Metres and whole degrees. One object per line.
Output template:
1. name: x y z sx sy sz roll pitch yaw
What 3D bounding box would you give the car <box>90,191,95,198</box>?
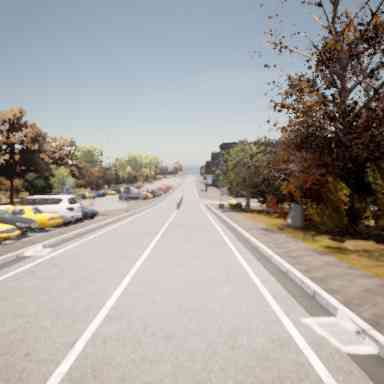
1. car: -23.499 0.708 68.486 5.366 1.575 1.946 0 1 0

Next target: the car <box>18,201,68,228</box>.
1. car: -10.337 1.486 19.210 5.366 1.575 1.946 0 0 0

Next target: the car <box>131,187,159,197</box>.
1. car: -10.261 0.463 68.489 5.566 2.045 2.435 0 1 0

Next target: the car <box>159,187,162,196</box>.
1. car: -10.153 0.361 79.637 4.553 1.767 2.185 0 2 0

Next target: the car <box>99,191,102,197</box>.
1. car: -23.260 0.652 73.936 4.792 1.488 2.163 0 1 0

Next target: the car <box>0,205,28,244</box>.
1. car: -9.986 1.472 13.656 5.366 1.575 1.946 0 0 0

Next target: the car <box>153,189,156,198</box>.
1. car: -10.240 0.745 65.698 5.008 1.535 2.097 0 1 0

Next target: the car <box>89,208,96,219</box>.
1. car: -10.137 1.502 24.761 5.008 1.535 2.097 0 0 0

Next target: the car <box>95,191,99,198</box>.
1. car: -23.486 0.668 71.281 5.366 1.575 1.946 0 1 0

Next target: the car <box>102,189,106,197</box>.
1. car: -23.272 0.559 76.726 5.008 1.535 2.097 0 1 0

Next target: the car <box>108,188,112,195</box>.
1. car: -23.246 0.404 82.432 4.892 1.521 2.231 0 2 0

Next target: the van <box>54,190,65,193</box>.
1. van: -23.235 0.568 57.321 4.442 1.987 1.878 1 0 0

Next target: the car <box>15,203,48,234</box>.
1. car: -10.168 1.483 16.433 4.892 1.521 2.231 0 0 0

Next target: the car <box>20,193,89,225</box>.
1. car: -10.170 1.244 21.986 5.566 2.045 2.435 0 0 0

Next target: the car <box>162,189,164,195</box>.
1. car: -10.143 0.435 82.428 4.792 1.488 2.163 0 2 0

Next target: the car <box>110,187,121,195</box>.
1. car: -23.031 0.111 90.661 5.366 1.575 1.946 0 2 0

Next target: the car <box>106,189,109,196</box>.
1. car: -23.260 0.488 79.515 5.008 1.535 2.097 0 2 0

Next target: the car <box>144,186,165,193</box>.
1. car: -10.179 0.093 87.994 4.553 1.767 2.185 0 2 0

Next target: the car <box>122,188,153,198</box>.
1. car: -10.288 0.641 62.918 4.553 1.767 2.185 0 0 0

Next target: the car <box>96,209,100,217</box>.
1. car: -10.093 1.538 27.538 4.792 1.488 2.163 0 0 0

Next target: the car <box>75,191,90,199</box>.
1. car: -23.354 0.771 65.694 4.792 1.488 2.163 0 0 0

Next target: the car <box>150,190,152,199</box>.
1. car: -10.299 0.811 60.133 4.792 1.488 2.163 0 0 0

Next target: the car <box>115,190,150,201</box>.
1. car: -10.252 0.825 57.349 4.792 1.488 2.163 0 0 0
